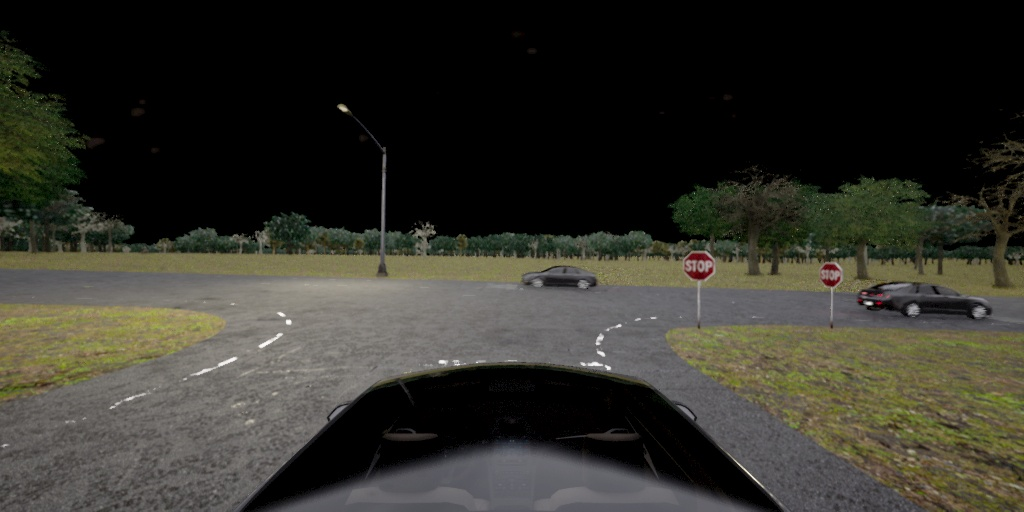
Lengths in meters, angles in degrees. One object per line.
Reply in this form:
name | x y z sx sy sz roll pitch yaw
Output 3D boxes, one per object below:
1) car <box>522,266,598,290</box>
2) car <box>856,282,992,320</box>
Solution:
car | 3.087 1.396 23.329 4.892 1.490 1.837 2 1 0
car | 18.685 1.980 16.358 4.892 1.490 1.837 2 1 0
